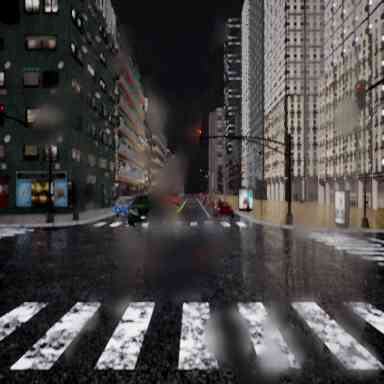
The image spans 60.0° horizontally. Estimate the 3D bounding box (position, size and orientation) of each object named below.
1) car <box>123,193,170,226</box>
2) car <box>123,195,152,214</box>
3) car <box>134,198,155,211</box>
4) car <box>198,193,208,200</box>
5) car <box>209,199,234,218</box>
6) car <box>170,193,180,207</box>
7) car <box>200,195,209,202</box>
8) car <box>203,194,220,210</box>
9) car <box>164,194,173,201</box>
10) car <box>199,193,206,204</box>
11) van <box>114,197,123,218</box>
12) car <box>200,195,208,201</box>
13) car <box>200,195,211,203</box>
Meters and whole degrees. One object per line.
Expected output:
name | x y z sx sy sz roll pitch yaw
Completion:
car | -2.978 1.192 23.082 2.150 2.045 5.566 0 0 0
car | -5.648 1.241 34.850 2.192 1.841 5.009 0 0 0
car | -5.645 1.460 40.379 1.887 1.381 4.507 0 0 0
car | 2.778 1.164 84.590 2.192 1.841 5.009 0 0 0
car | 2.725 1.519 29.314 1.802 1.307 4.206 0 0 0
car | -2.952 1.104 49.598 2.150 2.045 5.566 0 0 0
car | 2.767 1.408 73.535 1.887 1.381 4.507 0 0 0
car | 2.737 1.356 40.370 1.967 1.590 4.097 0 0 0
car | -5.608 1.297 79.071 1.967 1.590 4.097 0 0 0
car | 2.752 1.327 56.952 1.967 1.590 4.097 0 0 0
van | -5.654 1.278 29.323 1.690 1.788 3.998 0 0 0
car | 2.771 1.438 79.063 1.802 1.307 4.206 0 0 0
car | 2.761 1.422 68.008 2.008 1.369 4.403 0 0 0
